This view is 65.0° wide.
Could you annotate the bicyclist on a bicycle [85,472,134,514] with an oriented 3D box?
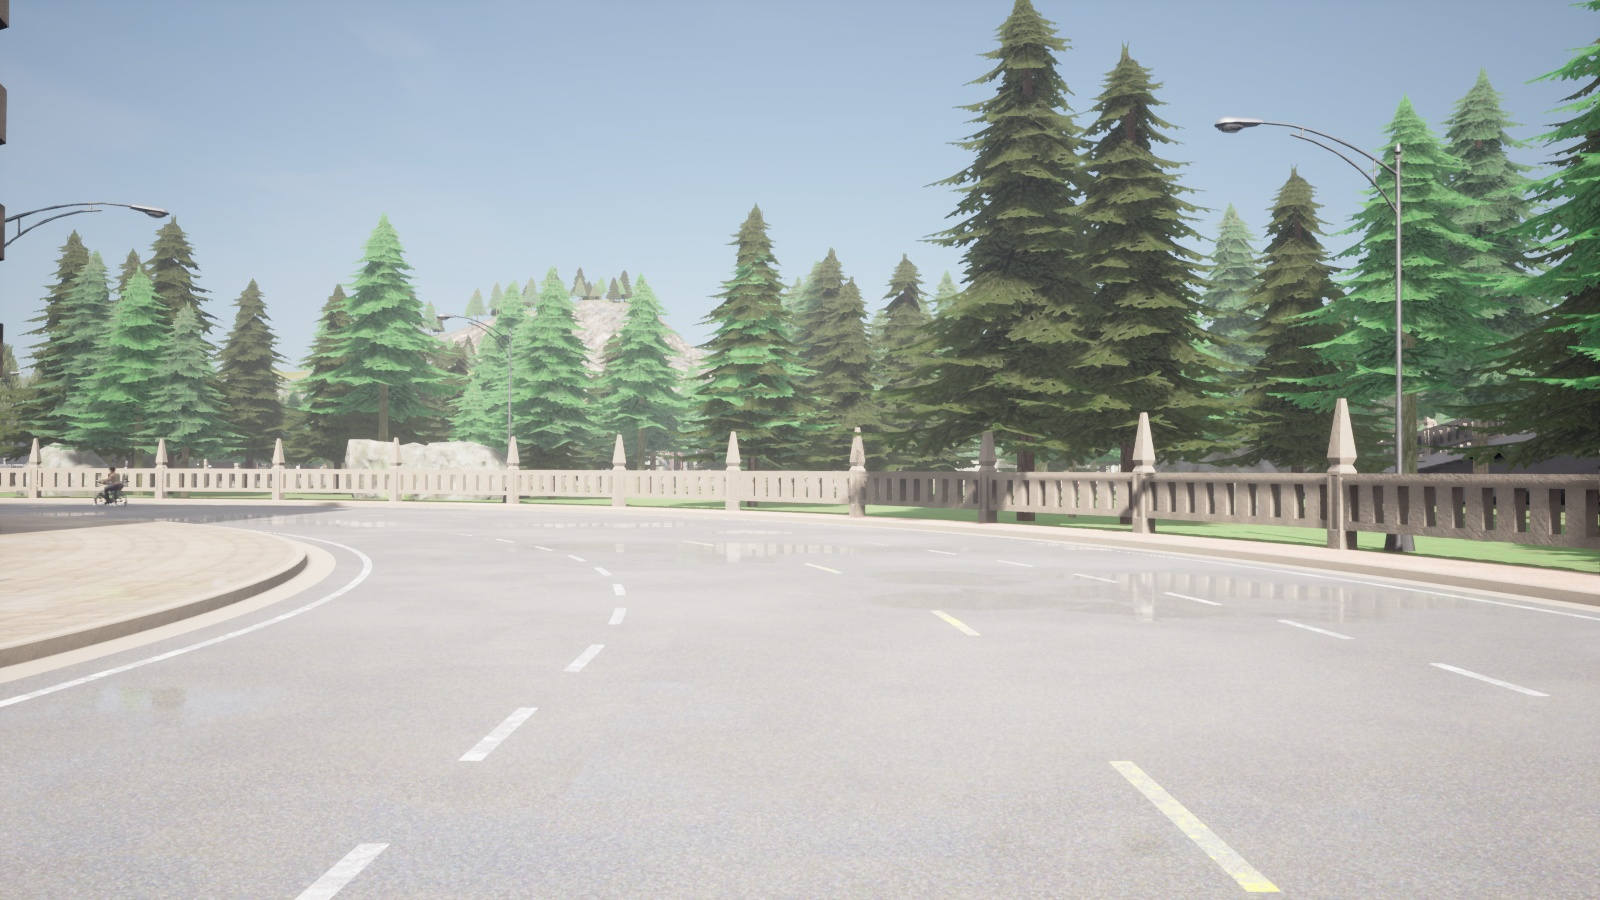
[{"bbox_3d":[-27.091,1.685,49.270,1.509,1.612,0.866,0,0,14],"label":"bicyclist on a bicycle"}]
